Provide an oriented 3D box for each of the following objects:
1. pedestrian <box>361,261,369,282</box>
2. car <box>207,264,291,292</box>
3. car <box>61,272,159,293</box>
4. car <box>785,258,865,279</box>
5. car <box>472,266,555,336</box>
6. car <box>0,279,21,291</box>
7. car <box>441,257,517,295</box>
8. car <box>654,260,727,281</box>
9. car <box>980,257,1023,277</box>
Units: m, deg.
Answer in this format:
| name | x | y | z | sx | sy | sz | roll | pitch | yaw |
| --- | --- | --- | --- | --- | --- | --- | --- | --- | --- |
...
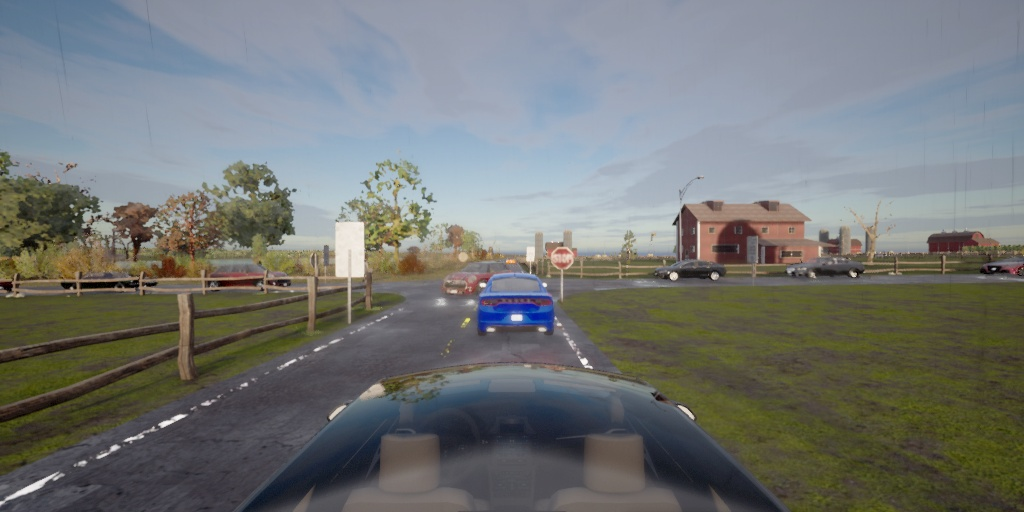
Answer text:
| name | x | y | z | sx | sy | sz | roll | pitch | yaw |
| --- | --- | --- | --- | --- | --- | --- | --- | --- | --- |
| pedestrian | -12.181 | 1.159 | 29.426 | 0.375 | 1.860 | 0.375 | 0 | 1 | 0 |
| car | -17.103 | 1.327 | 23.505 | 4.553 | 1.767 | 2.097 | -1 | 0 | 1 |
| car | -26.385 | 1.704 | 23.645 | 4.718 | 1.301 | 1.895 | -1 | 0 | 1 |
| car | 22.734 | 0.874 | 26.158 | 4.902 | 1.511 | 2.128 | -1 | 0 | 0 |
| car | 0.060 | 1.226 | 10.462 | 1.882 | 1.535 | 5.008 | 0 | 0 | -1 |
| car | -36.267 | 1.836 | 24.118 | 4.718 | 1.301 | 1.895 | -1 | 0 | 6 |
| car | -1.638 | 1.100 | 18.836 | 2.097 | 1.767 | 4.553 | 0 | 0 | 29 |
| car | 12.981 | 1.032 | 26.267 | 4.892 | 1.490 | 1.837 | -1 | 0 | 2 |
| car | 37.034 | 0.736 | 26.035 | 4.181 | 1.385 | 1.994 | -1 | 0 | 1 |
